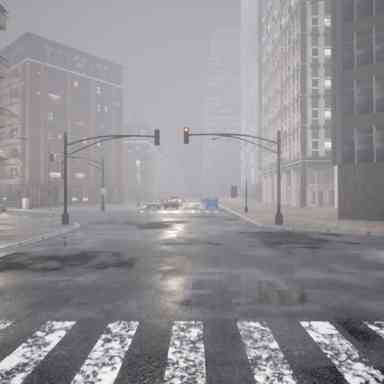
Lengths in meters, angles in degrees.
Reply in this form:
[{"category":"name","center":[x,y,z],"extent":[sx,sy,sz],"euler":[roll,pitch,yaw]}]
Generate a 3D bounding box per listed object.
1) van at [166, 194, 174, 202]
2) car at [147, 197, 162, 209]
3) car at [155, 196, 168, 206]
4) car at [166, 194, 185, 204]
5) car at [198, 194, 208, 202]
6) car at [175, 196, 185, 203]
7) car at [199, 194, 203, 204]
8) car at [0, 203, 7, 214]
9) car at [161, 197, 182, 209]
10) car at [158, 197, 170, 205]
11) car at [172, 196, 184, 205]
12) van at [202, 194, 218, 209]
[{"category":"van","center":[-5.139,1.475,79.236],"extent":[1.690,1.788,3.998],"euler":[0,0,0]},{"category":"car","center":[-5.212,1.571,45.752],"extent":[1.752,1.417,4.829],"euler":[0,0,0]},{"category":"car","center":[-5.188,1.510,57.028],"extent":[1.967,1.590,4.097],"euler":[0,0,0]},{"category":"car","center":[-2.705,1.415,54.177],"extent":[2.097,1.767,4.553],"euler":[0,0,0]},{"category":"car","center":[2.752,1.468,84.773],"extent":[2.192,1.841,5.009],"euler":[0,0,0]},{"category":"car","center":[-2.589,1.669,73.899],"extent":[1.994,1.385,4.181],"euler":[0,0,0]},{"category":"car","center":[2.716,1.645,68.114],"extent":[1.887,1.381,4.507],"euler":[0,0,0]},{"category":"car","center":[-22.992,1.735,38.272],"extent":[4.674,1.442,1.812],"euler":[0,0,41]},{"category":"car","center":[-2.730,1.645,45.051],"extent":[1.895,1.301,4.718],"euler":[0,0,0]},{"category":"car","center":[-5.176,1.651,62.580],"extent":[1.947,1.339,4.313],"euler":[0,0,0]},{"category":"car","center":[-2.657,1.580,64.017],"extent":[2.128,1.511,4.902],"euler":[0,0,1]},{"category":"van","center":[2.669,1.387,45.905],"extent":[1.690,1.788,3.998],"euler":[0,0,0]}]
